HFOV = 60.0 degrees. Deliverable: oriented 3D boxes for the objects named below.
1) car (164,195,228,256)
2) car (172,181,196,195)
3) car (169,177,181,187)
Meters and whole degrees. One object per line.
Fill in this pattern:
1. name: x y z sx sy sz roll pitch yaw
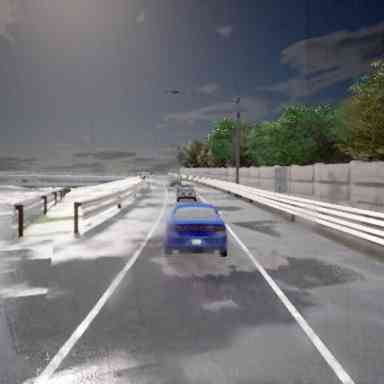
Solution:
1. car: 0.094 1.117 11.620 1.882 1.535 5.008 0 2 -1
2. car: -0.590 0.052 31.426 2.033 1.411 5.357 0 4 -3
3. car: -2.767 -1.657 55.146 1.837 1.490 4.892 0 5 -6
